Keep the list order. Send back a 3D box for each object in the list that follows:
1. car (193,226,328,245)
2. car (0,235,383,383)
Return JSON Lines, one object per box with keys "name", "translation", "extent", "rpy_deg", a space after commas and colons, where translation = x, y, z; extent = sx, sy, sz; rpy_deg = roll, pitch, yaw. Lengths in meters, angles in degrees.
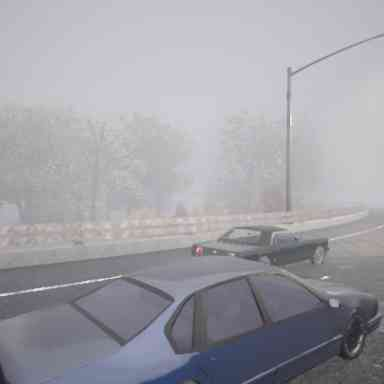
{"name": "car", "translation": [2.335, 1.709, 10.337], "extent": [4.718, 1.301, 1.895], "rpy_deg": [1, -1, -40]}
{"name": "car", "translation": [0.385, 1.581, 4.227], "extent": [5.357, 1.411, 2.033], "rpy_deg": [1, -1, -38]}
